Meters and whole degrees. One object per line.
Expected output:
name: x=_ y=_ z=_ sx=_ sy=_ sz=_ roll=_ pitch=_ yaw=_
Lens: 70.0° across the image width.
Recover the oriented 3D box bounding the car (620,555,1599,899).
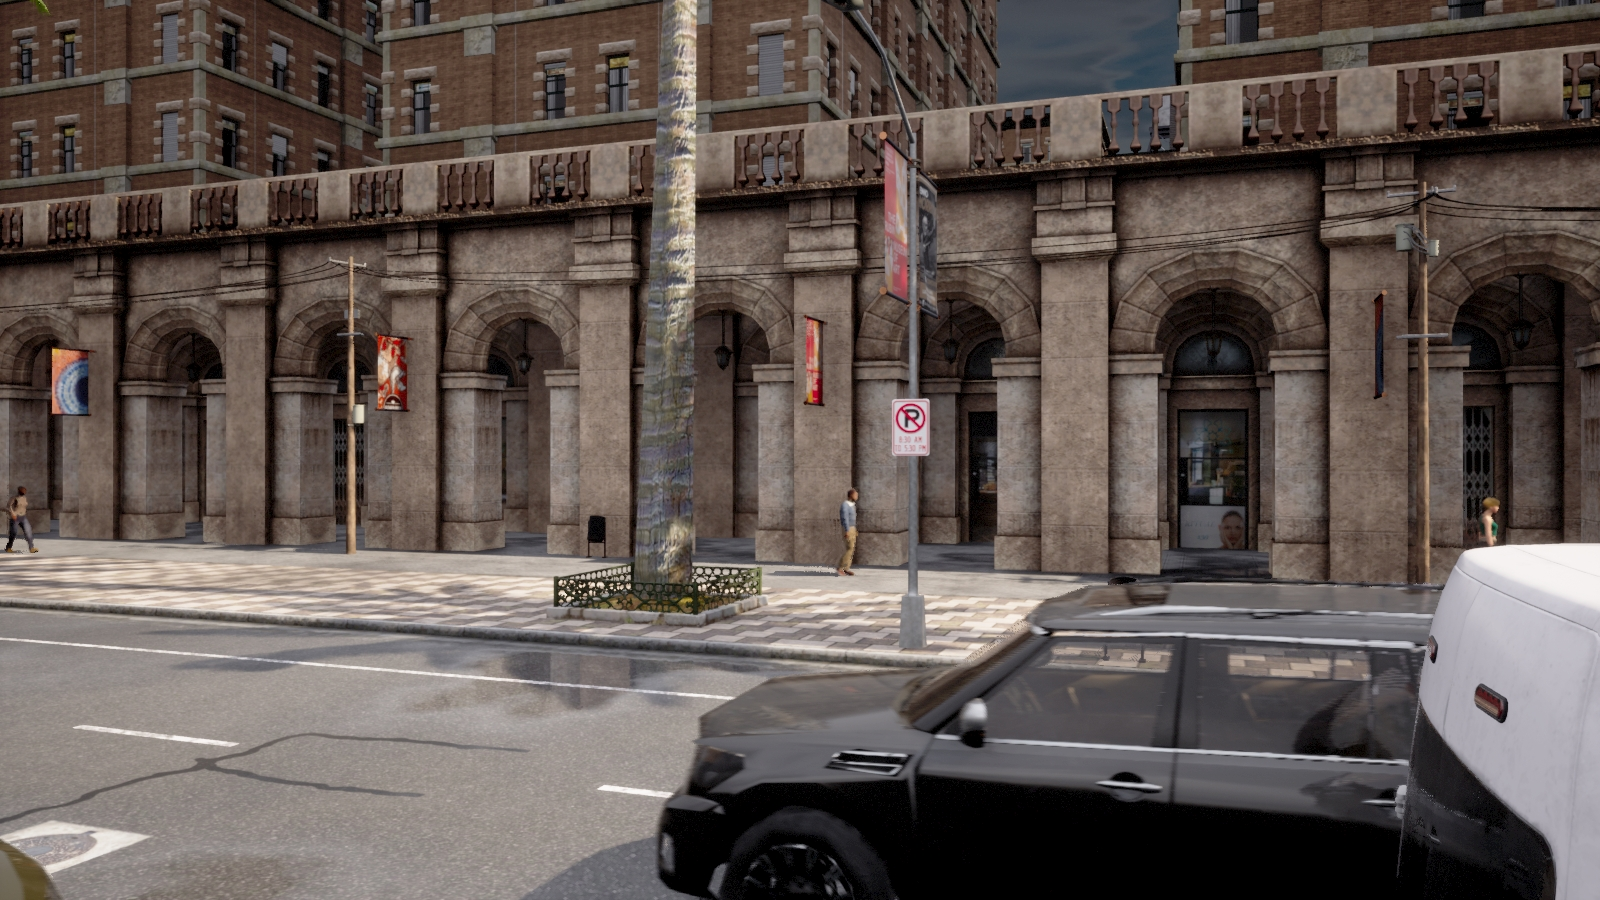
car: x=1.998 y=1.779 z=6.295 sx=5.566 sy=2.045 sz=2.150 roll=0 pitch=0 yaw=20

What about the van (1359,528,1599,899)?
van: x=4.249 y=1.534 z=1.754 sx=5.915 sy=2.561 sz=1.988 roll=0 pitch=0 yaw=20

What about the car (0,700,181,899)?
car: x=-5.710 y=2.061 z=5.386 sx=4.892 sy=1.480 sz=2.231 roll=0 pitch=0 yaw=20

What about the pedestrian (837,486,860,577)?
pedestrian: x=1.014 y=1.696 z=23.819 sx=0.375 sy=1.860 sz=0.375 roll=0 pitch=0 yaw=20

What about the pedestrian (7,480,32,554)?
pedestrian: x=-19.864 y=1.696 z=29.073 sx=0.375 sy=1.860 sz=0.375 roll=0 pitch=0 yaw=19

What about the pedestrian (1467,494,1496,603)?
pedestrian: x=11.846 y=1.698 z=19.868 sx=0.375 sy=1.860 sz=0.375 roll=0 pitch=0 yaw=20
